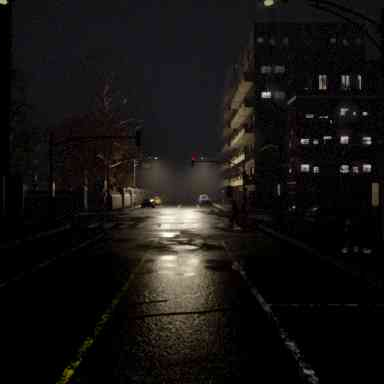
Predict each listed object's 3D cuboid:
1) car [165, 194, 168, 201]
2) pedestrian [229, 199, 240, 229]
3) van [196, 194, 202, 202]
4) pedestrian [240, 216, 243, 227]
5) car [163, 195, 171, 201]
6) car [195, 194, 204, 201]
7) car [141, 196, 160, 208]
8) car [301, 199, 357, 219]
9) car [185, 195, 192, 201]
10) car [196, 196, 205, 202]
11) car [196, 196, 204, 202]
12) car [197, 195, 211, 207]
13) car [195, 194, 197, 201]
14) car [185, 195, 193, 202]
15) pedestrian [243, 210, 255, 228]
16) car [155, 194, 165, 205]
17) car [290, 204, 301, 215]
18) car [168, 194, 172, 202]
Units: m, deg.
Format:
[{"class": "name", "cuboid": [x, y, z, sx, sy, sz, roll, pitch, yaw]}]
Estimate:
[{"class": "car", "cuboid": [-6.324, 1.377, 64.409, 2.192, 1.841, 5.009, 0, 0, -1]}, {"class": "pedestrian", "cuboid": [2.559, 1.301, 20.075, 0.375, 1.860, 0.375, 0, 0, -1]}, {"class": "van", "cuboid": [2.112, 1.393, 58.862, 1.690, 1.788, 3.998, 0, 0, -1]}, {"class": "pedestrian", "cuboid": [3.532, 1.682, 21.282, 0.500, 1.100, 0.500, 0, 0, -1]}, {"class": "car", "cuboid": [-6.547, 1.550, 86.928, 1.967, 1.590, 4.097, 0, 0, -1]}, {"class": "car", "cuboid": [1.833, 1.425, 87.011, 2.192, 1.841, 5.009, 0, 0, -1]}, {"class": "car", "cuboid": [-6.157, 1.601, 47.518, 1.947, 1.339, 4.313, 0, 0, -1]}, {"class": "car", "cuboid": [13.677, 1.655, 32.777, 4.553, 1.767, 2.097, 1, 0, -2]}, {"class": "car", "cuboid": [-0.856, 1.486, 86.708, 1.837, 1.490, 4.892, 0, 0, -1]}, {"class": "car", "cuboid": [1.943, 1.635, 75.751, 2.008, 1.369, 4.403, 0, 0, -1]}, {"class": "car", "cuboid": [1.888, 1.642, 81.381, 1.887, 1.381, 4.507, 0, 0, -1]}, {"class": "car", "cuboid": [2.167, 1.588, 53.231, 1.887, 1.381, 4.507, 0, 0, -1]}, {"class": "car", "cuboid": [2.000, 1.513, 70.121, 1.967, 1.590, 4.097, 0, 0, -1]}, {"class": "car", "cuboid": [-0.754, 1.624, 76.289, 2.033, 1.411, 5.357, 0, 0, -1]}, {"class": "pedestrian", "cuboid": [3.610, 1.682, 20.684, 0.500, 1.100, 0.500, 0, 0, -1]}, {"class": "car", "cuboid": [-6.266, 1.577, 58.609, 1.752, 1.417, 4.829, 0, 0, -1]}, {"class": "car", "cuboid": [13.118, 1.619, 35.386, 5.009, 1.841, 2.192, 1, -1, -1]}, {"class": "car", "cuboid": [-6.492, 1.537, 81.299, 1.967, 1.590, 4.097, 0, 0, -1]}]
